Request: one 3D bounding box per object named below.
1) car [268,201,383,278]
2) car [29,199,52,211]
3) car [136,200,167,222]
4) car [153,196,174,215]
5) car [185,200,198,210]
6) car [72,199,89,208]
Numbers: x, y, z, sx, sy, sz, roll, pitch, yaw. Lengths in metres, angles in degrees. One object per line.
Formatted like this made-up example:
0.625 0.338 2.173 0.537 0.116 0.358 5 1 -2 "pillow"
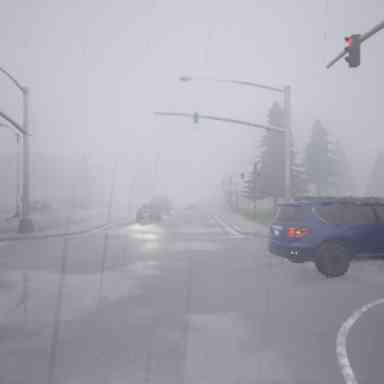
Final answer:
5.164 1.303 10.239 5.566 2.045 2.150 0 -2 -9 "car"
-20.531 1.745 44.805 1.970 1.475 3.806 0 0 0 "car"
-3.612 1.723 28.755 2.128 1.511 4.902 0 0 0 "car"
-3.611 1.532 38.730 2.150 2.045 5.566 0 0 0 "car"
-0.025 1.929 50.353 1.812 1.442 4.674 0 0 0 "car"
-17.481 1.793 52.197 1.845 1.501 3.633 0 0 0 "car"
